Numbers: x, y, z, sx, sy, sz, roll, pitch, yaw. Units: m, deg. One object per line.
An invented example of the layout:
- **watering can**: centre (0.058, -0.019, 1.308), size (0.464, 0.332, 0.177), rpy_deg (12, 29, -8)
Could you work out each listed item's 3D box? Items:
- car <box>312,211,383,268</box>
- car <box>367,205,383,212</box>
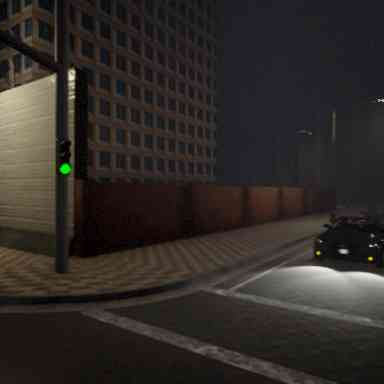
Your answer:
- **car**: centre (5.626, 1.570, 11.464), size (1.994, 1.385, 4.181), rpy_deg (0, 0, 35)
- **car**: centre (10.647, 1.491, 18.521), size (2.128, 1.511, 4.902), rpy_deg (0, 0, 35)
